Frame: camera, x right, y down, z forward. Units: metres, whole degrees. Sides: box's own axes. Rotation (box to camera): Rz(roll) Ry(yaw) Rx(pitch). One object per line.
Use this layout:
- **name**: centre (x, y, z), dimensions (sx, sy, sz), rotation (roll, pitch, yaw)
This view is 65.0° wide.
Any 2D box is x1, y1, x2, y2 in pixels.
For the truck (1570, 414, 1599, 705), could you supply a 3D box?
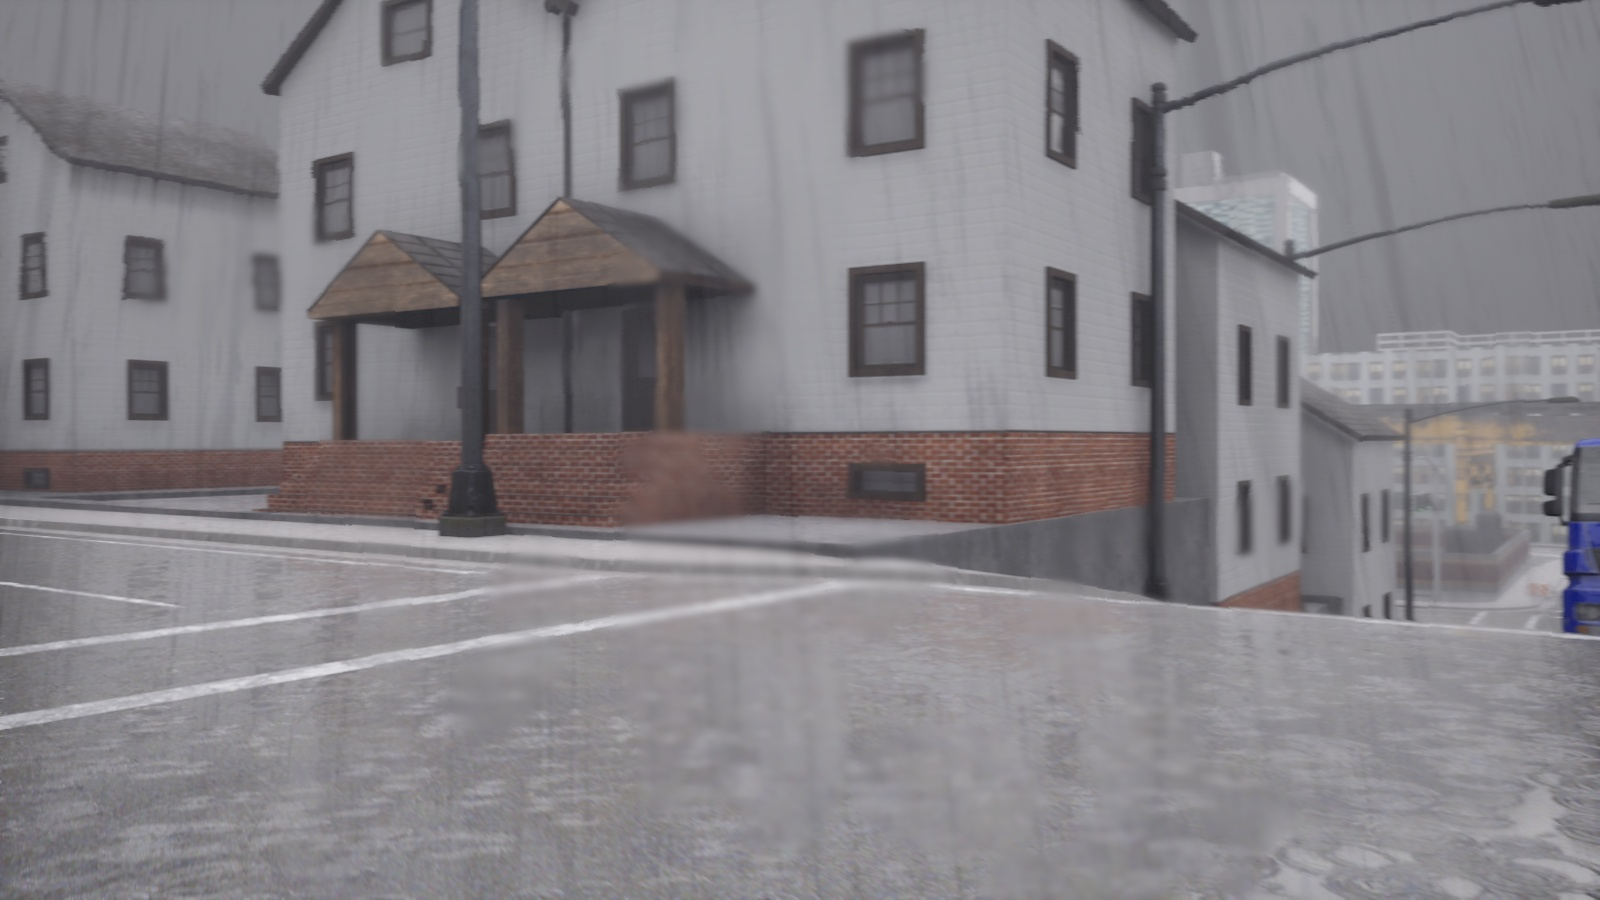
- **truck**: centre (13.740, 2.068, 19.201), dimensions (2.891, 3.462, 7.936), rotation (-1, -13, 35)

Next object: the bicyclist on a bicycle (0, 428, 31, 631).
- **bicyclist on a bicycle**: centre (-7.097, 0.634, 10.260), dimensions (1.509, 1.612, 0.866), rotation (0, 1, 37)
